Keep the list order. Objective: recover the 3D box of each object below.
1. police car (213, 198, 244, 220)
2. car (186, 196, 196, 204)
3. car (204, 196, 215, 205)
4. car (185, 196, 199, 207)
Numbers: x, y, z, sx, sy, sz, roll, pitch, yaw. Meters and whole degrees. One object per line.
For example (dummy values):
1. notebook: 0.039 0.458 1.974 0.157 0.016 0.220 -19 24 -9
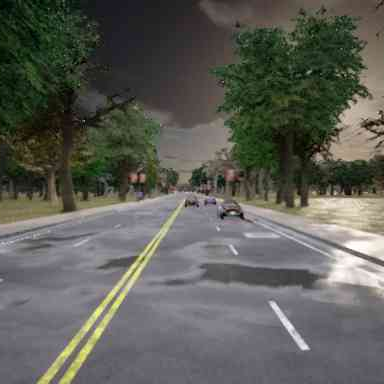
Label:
1. police car: 3.240 1.502 28.702 2.038 1.542 4.974 0 0 0
2. car: -0.231 1.550 64.787 1.994 1.385 4.181 0 0 0
3. car: 3.074 1.492 56.437 2.163 1.488 4.792 0 0 0
4. car: -0.042 1.342 50.091 2.097 1.767 4.553 0 0 0
